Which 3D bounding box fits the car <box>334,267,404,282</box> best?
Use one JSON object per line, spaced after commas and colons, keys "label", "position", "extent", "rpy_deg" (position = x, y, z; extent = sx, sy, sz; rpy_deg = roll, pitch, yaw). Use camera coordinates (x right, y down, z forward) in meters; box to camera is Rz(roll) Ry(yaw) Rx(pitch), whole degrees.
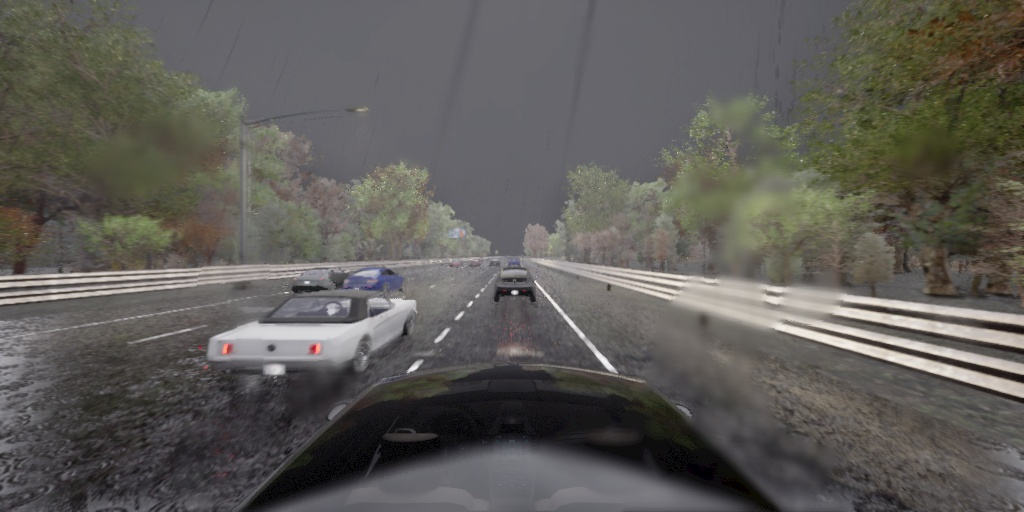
{"label": "car", "position": [-6.875, 1.275, 18.226], "extent": [1.812, 1.442, 4.674], "rpy_deg": [0, 0, 0]}

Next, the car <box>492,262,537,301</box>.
{"label": "car", "position": [0.124, 1.257, 17.301], "extent": [1.837, 1.490, 4.892], "rpy_deg": [0, 0, 0]}

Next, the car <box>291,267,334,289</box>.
{"label": "car", "position": [-10.368, 1.313, 20.162], "extent": [1.994, 1.385, 4.181], "rpy_deg": [0, 0, 0]}

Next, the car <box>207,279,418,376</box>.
{"label": "car", "position": [-3.397, 1.350, 7.372], "extent": [1.895, 1.301, 4.718], "rpy_deg": [0, 0, 0]}
